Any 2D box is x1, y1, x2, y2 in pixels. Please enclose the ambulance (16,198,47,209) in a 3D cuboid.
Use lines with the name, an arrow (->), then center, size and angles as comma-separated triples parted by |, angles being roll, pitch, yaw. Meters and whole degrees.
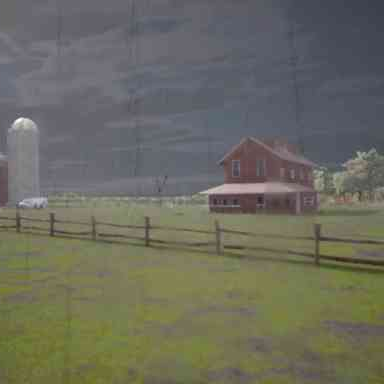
ambulance -> -35.101, 2.524, 73.004 | 2.351, 2.431, 6.366 | -2, -2, 35
